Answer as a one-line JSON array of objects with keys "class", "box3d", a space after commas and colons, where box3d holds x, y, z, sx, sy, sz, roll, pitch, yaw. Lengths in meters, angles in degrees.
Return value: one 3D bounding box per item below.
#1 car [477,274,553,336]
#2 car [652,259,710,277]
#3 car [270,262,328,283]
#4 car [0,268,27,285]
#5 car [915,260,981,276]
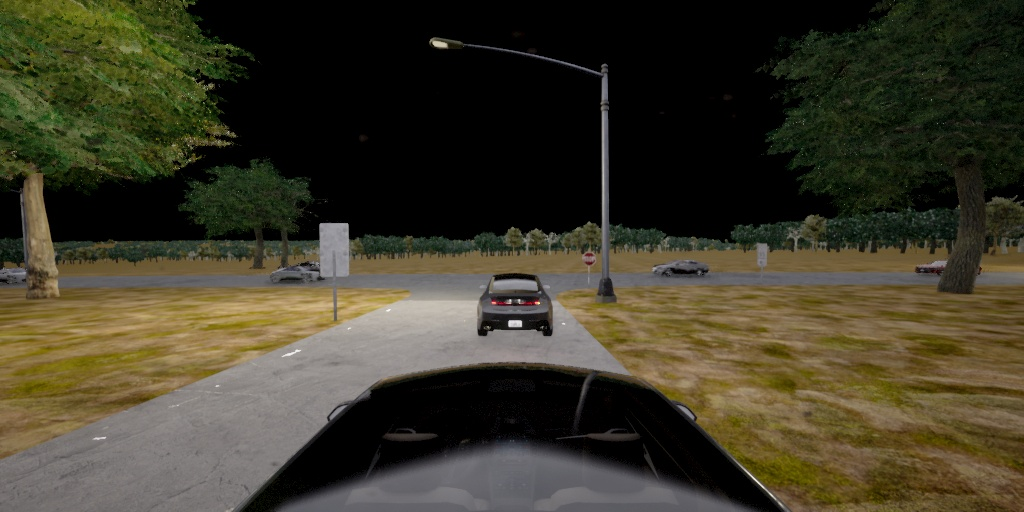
[{"class": "car", "box3d": [0.081, 1.247, 10.320, 1.837, 1.490, 4.892, 0, 0, 0]}, {"class": "car", "box3d": [15.392, 1.070, 32.773, 4.902, 1.511, 2.128, 0, 2, -1]}, {"class": "car", "box3d": [-17.580, 1.484, 29.703, 4.181, 1.385, 1.994, 0, 2, 4]}, {"class": "car", "box3d": [-43.985, 1.783, 31.842, 4.181, 1.385, 1.994, -1, 2, 6]}, {"class": "car", "box3d": [40.933, 1.081, 33.744, 5.008, 1.535, 1.882, 0, 2, -4]}]
